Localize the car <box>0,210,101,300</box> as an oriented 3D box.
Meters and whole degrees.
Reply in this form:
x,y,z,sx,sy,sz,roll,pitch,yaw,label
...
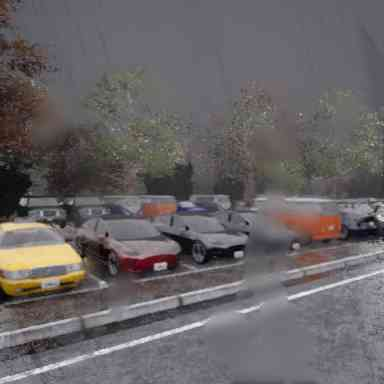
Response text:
x,y,z,sx,sy,sz,roll,pitch,yaw,label
-4.373,1.497,8.837,1.946,1.575,5.366,0,0,-35,car

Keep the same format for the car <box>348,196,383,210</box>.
x,y,z,sx,sy,sz,roll,pitch,yaw,label
24.028,1.483,45.325,2.185,1.767,4.553,0,0,-35,car

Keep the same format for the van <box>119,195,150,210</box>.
x,y,z,sx,sy,sz,roll,pitch,yaw,label
-5.135,1.254,24.425,1.878,1.987,4.442,0,0,-35,van

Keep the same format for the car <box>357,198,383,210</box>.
x,y,z,sx,sy,sz,roll,pitch,yaw,label
26.307,1.626,46.900,2.097,1.535,5.008,0,0,-35,car

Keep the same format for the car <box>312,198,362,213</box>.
x,y,z,sx,sy,sz,roll,pitch,yaw,label
17.479,1.551,40.407,1.946,1.575,5.366,0,0,-35,car

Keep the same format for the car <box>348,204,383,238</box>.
x,y,z,sx,sy,sz,roll,pitch,yaw,label
6.819,1.500,17.052,2.163,1.488,4.792,0,0,-35,car

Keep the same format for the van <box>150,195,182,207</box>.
x,y,z,sx,sy,sz,roll,pitch,yaw,label
-3.012,1.248,26.219,1.878,1.987,4.442,0,0,-35,van

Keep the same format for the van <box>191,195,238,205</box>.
x,y,z,sx,sy,sz,roll,pitch,yaw,label
1.648,1.239,29.254,1.878,1.987,4.442,0,0,-36,van

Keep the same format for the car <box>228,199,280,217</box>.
x,y,z,sx,sy,sz,roll,pitch,yaw,label
5.964,1.501,32.488,2.163,1.488,4.792,0,0,-35,car

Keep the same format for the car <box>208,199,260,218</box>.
x,y,z,sx,sy,sz,roll,pitch,yaw,label
3.812,1.494,30.960,2.163,1.488,4.792,0,0,-35,car

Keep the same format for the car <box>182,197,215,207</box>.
x,y,z,sx,sy,sz,roll,pitch,yaw,label
-0.689,1.468,27.733,2.097,1.535,5.008,0,0,-35,car

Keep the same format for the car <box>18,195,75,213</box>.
x,y,z,sx,sy,sz,roll,pitch,yaw,label
-9.702,1.240,21.289,2.435,2.045,5.566,0,0,-35,car

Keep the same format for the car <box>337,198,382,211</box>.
x,y,z,sx,sy,sz,roll,pitch,yaw,label
21.905,1.620,43.743,2.163,1.488,4.792,0,0,-35,car

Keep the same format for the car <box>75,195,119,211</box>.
x,y,z,sx,sy,sz,roll,pitch,yaw,label
-7.444,1.234,22.893,2.435,2.045,5.566,0,0,-35,car

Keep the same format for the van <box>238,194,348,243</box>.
x,y,z,sx,sy,sz,roll,pitch,yaw,label
4.504,1.250,15.515,1.878,1.987,4.442,0,0,-35,van

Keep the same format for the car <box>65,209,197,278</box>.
x,y,z,sx,sy,sz,roll,pitch,yaw,label
-2.200,1.523,10.572,2.163,1.488,4.792,0,0,-35,car

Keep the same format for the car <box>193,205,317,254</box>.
x,y,z,sx,sy,sz,roll,pitch,yaw,label
2.326,1.511,13.788,2.163,1.488,4.792,0,0,-35,car

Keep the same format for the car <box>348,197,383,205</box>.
x,y,z,sx,sy,sz,roll,pitch,yaw,label
9.078,1.341,18.659,2.185,1.767,4.553,0,0,-35,car

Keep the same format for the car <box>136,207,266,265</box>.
x,y,z,sx,sy,sz,roll,pitch,yaw,label
0.063,1.517,12.180,2.163,1.488,4.792,0,0,-35,car

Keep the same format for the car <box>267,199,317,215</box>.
x,y,z,sx,sy,sz,roll,pitch,yaw,label
10.615,1.529,35.723,2.163,1.488,4.792,0,0,-35,car

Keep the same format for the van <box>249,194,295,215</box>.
x,y,z,sx,sy,sz,roll,pitch,yaw,label
8.173,1.257,34.166,1.878,1.987,4.442,0,0,-35,van

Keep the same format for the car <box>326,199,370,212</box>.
x,y,z,sx,sy,sz,roll,pitch,yaw,label
19.632,1.613,42.160,2.002,1.452,4.674,0,0,-35,car
